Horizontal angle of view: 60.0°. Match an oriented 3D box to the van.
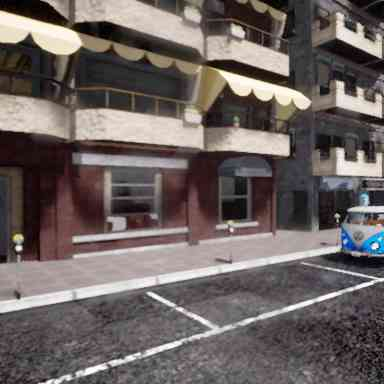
[{"bbox_3d":[6.714,1.374,11.363,3.998,1.788,1.690,0,-1,-36],"label":"van"}]
